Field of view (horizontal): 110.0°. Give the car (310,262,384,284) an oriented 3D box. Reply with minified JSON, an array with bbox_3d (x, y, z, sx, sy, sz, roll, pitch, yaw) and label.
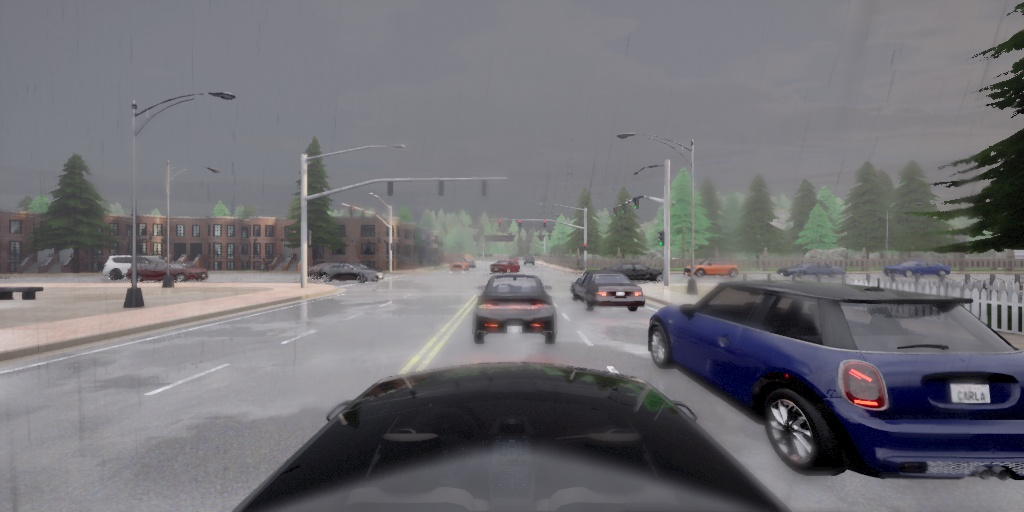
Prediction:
[{"bbox_3d":[-11.843,1.242,26.471,4.902,1.511,2.128,0,0,14],"label":"car"}]

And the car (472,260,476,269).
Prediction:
[{"bbox_3d":[-6.994,1.276,58.258,1.812,1.442,4.674,0,0,1],"label":"car"}]

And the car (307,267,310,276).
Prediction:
[{"bbox_3d":[-15.028,1.276,30.811,4.674,1.442,1.812,0,0,-2],"label":"car"}]

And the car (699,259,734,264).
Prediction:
[{"bbox_3d":[18.760,1.102,33.950,4.553,1.767,2.097,0,0,0],"label":"car"}]

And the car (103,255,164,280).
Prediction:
[{"bbox_3d":[-30.875,0.973,30.364,5.566,2.045,2.150,0,0,-5],"label":"car"}]

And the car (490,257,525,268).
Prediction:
[{"bbox_3d":[-0.689,1.228,39.778,1.882,1.535,5.008,1,0,24],"label":"car"}]

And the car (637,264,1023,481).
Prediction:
[{"bbox_3d":[3.607,1.102,4.943,2.097,1.767,4.553,0,0,0],"label":"car"}]

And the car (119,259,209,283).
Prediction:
[{"bbox_3d":[-25.870,1.227,27.074,5.008,1.535,1.882,0,0,-2],"label":"car"}]

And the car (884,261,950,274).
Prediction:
[{"bbox_3d":[38.162,1.228,33.890,5.008,1.535,1.882,0,0,0],"label":"car"}]

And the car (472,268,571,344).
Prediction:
[{"bbox_3d":[0.075,1.242,9.533,2.128,1.511,4.902,0,0,1],"label":"car"}]

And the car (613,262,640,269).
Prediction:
[{"bbox_3d":[9.152,1.227,26.803,5.008,1.535,1.882,0,0,1],"label":"car"}]

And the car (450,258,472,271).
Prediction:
[{"bbox_3d":[-7.021,1.102,48.325,2.097,1.767,4.553,0,0,0],"label":"car"}]

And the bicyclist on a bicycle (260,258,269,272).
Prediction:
[{"bbox_3d":[-28.753,1.053,41.650,0.582,1.620,1.656,0,0,-1],"label":"bicyclist on a bicycle"}]

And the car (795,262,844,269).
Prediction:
[{"bbox_3d":[28.285,1.297,33.921,5.357,1.411,2.033,0,0,1],"label":"car"}]

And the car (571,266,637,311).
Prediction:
[{"bbox_3d":[3.604,1.297,14.361,2.033,1.411,5.357,0,0,0],"label":"car"}]
